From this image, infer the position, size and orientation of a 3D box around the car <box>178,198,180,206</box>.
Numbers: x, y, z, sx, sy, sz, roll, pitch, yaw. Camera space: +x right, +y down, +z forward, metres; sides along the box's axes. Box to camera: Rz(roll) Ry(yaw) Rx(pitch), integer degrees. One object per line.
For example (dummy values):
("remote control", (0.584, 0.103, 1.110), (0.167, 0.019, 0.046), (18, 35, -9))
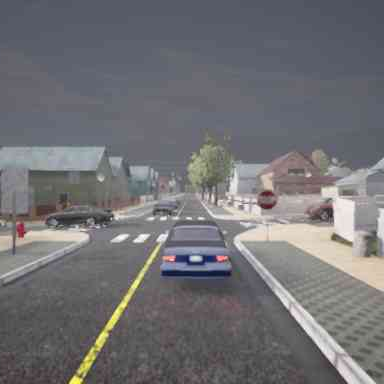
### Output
("car", (-2.814, 1.518, 43.764), (1.812, 1.442, 4.674), (0, 0, -2))

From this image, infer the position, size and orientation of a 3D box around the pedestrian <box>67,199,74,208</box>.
("pedestrian", (-9.688, 1.457, 26.433), (0.375, 1.860, 0.375), (0, 0, 0))

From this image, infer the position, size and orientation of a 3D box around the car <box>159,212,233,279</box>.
("car", (0.127, 1.548, 9.988), (2.033, 1.411, 5.357), (0, 0, 1))

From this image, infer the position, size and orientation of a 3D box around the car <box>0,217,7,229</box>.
("car", (-14.106, 1.810, 20.542), (4.902, 1.511, 2.128), (-2, -1, 0))

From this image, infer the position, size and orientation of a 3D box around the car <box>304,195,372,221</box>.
("car", (10.371, 1.062, 23.638), (4.553, 1.767, 2.097), (-2, -1, 0))

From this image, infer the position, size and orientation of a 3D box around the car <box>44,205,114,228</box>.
("car", (-7.878, 1.691, 23.159), (4.892, 1.490, 1.837), (-2, -4, 12))

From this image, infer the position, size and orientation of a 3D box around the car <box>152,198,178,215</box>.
("car", (-2.839, 1.543, 33.813), (2.033, 1.411, 5.357), (0, 0, 0))
